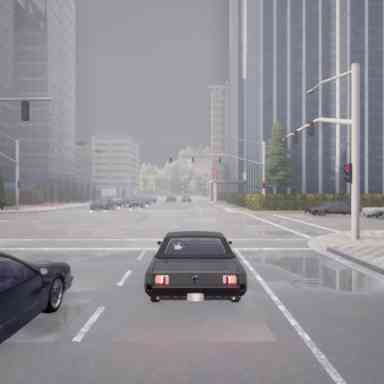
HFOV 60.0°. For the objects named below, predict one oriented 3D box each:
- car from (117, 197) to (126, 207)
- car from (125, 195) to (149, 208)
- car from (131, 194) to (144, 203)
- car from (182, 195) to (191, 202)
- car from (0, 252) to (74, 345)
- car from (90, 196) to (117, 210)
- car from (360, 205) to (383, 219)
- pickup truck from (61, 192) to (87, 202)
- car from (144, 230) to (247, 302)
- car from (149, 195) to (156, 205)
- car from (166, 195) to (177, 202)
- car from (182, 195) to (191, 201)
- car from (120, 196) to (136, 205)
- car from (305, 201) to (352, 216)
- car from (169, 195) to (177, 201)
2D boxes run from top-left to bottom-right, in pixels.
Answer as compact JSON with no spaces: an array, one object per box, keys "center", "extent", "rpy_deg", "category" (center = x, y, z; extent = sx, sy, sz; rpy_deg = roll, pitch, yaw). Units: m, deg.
[{"center":[-11.449,1.518,51.000],"extent":[1.812,1.442,4.674],"rpy_deg":[0,0,-1],"category":"car"},{"center":[-7.891,1.557,48.022],"extent":[1.994,1.385,4.181],"rpy_deg":[0,0,-1],"category":"car"},{"center":[-11.672,1.344,70.978],"extent":[2.097,1.767,4.553],"rpy_deg":[0,0,-1],"category":"car"},{"center":[-1.228,1.542,75.033],"extent":[1.994,1.385,4.181],"rpy_deg":[0,0,-1],"category":"car"},{"center":[-3.436,1.547,4.591],"extent":[2.033,1.411,5.357],"rpy_deg":[0,0,0],"category":"car"},{"center":[-11.304,1.346,42.102],"extent":[2.097,1.767,4.553],"rpy_deg":[0,0,-1],"category":"car"},{"center":[16.939,1.597,28.089],"extent":[4.718,1.301,1.895],"rpy_deg":[0,0,0],"category":"car"},{"center":[-24.768,1.049,69.244],"extent":[2.390,2.098,6.274],"rpy_deg":[0,0,30],"category":"pickup truck"},{"center":[0.067,1.600,8.188],"extent":[1.895,1.301,4.718],"rpy_deg":[0,0,0],"category":"car"},{"center":[-8.029,1.539,57.328],"extent":[2.033,1.411,5.357],"rpy_deg":[0,0,-1],"category":"car"},{"center":[-4.718,1.489,74.571],"extent":[1.837,1.490,4.892],"rpy_deg":[0,0,-1],"category":"car"},{"center":[-1.385,1.527,84.808],"extent":[2.033,1.411,5.357],"rpy_deg":[0,0,-1],"category":"car"},{"center":[-11.584,1.538,60.721],"extent":[2.033,1.411,5.357],"rpy_deg":[0,0,-1],"category":"car"},{"center":[13.584,1.543,31.596],"extent":[5.357,1.411,2.033],"rpy_deg":[0,0,-3],"category":"car"},{"center":[-4.885,1.512,84.739],"extent":[1.812,1.442,4.674],"rpy_deg":[0,0,-1],"category":"car"}]
